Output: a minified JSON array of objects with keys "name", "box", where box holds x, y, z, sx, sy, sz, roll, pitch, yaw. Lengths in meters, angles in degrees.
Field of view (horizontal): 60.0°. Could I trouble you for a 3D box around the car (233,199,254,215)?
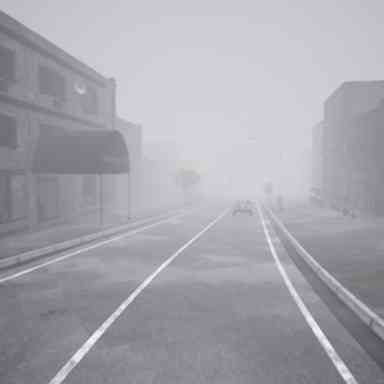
[{"name":"car","box":[4.984,1.417,32.348,2.033,1.411,5.357,1,1,10]}]
